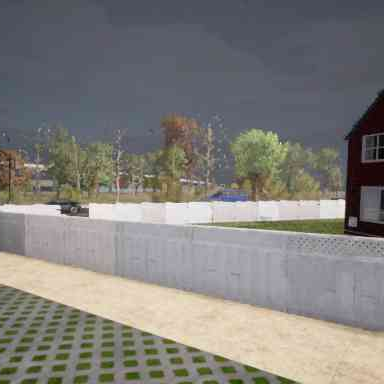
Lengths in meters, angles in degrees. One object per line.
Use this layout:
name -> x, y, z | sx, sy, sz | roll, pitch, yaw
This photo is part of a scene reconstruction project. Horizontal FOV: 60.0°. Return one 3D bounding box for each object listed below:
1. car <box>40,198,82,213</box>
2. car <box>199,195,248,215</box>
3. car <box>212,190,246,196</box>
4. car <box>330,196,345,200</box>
car -> -12.809, 1.324, 31.945 | 4.181, 1.385, 1.994 | 0, 2, -18
car -> 2.528, 1.379, 30.019 | 4.902, 1.511, 2.128 | 0, 2, -18
car -> 3.572, 0.861, 37.411 | 5.566, 2.045, 2.150 | 0, 2, -18
car -> 20.061, 1.167, 42.840 | 4.718, 1.301, 1.895 | 0, 2, -19
